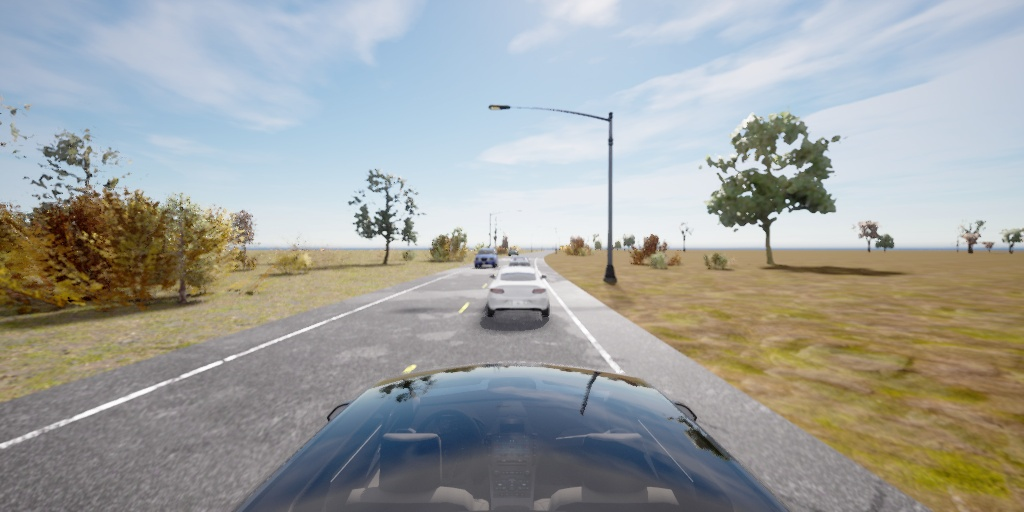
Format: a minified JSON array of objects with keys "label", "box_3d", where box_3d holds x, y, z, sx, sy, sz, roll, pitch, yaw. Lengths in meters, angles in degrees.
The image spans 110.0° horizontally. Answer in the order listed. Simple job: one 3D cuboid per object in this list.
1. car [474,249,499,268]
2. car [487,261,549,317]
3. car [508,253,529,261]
[{"label":"car","box_3d":[-2.675,0.223,38.586,2.150,2.045,5.566,0,2,3]},{"label":"car","box_3d":[0.210,1.066,12.076,1.812,1.442,4.674,0,1,1]},{"label":"car","box_3d":[0.675,0.722,30.226,2.033,1.411,5.357,0,1,2]}]
